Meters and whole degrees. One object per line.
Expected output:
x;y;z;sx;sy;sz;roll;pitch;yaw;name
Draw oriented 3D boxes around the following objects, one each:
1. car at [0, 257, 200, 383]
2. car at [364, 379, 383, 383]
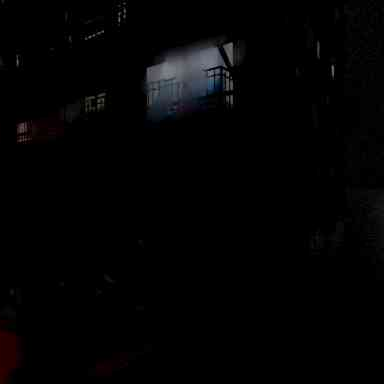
-2.023;1.545;4.316;4.507;1.381;1.887;0;0;35;car
2.569;1.566;1.047;4.313;1.339;1.947;0;0;35;car
